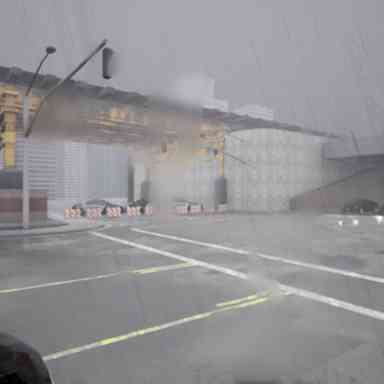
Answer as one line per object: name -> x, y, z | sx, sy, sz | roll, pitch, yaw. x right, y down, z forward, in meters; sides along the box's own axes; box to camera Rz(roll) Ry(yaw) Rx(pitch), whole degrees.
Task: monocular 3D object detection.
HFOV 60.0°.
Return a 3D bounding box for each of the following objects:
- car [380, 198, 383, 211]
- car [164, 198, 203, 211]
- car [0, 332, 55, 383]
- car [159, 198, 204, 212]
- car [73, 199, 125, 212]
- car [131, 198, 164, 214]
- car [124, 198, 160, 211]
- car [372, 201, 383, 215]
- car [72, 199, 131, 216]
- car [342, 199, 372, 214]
car -> 25.064, 1.473, 40.339 | 4.902, 1.511, 2.128 | 0, 0, -37
car -> -1.301, 1.286, 38.620 | 4.536, 1.218, 1.853 | 0, 0, -7
car -> -3.205, 1.492, 1.484 | 4.902, 1.511, 2.128 | 0, 0, -35
car -> -1.250, 1.443, 38.627 | 4.974, 1.542, 2.038 | 0, 0, -7
car -> -8.941, 1.290, 32.170 | 4.536, 1.218, 1.853 | 0, 0, 8
car -> -5.151, 1.446, 34.857 | 2.038, 1.542, 4.974 | 0, 0, 18
car -> -5.135, 1.288, 34.907 | 1.853, 1.218, 4.536 | 0, 0, 18
car -> 19.899, 1.533, 32.054 | 5.357, 1.411, 2.033 | 0, 0, -37
car -> -8.889, 1.448, 32.163 | 4.974, 1.542, 2.038 | 0, 0, 8
car -> 17.539, 1.463, 34.655 | 5.008, 1.535, 1.882 | 0, 0, -37
